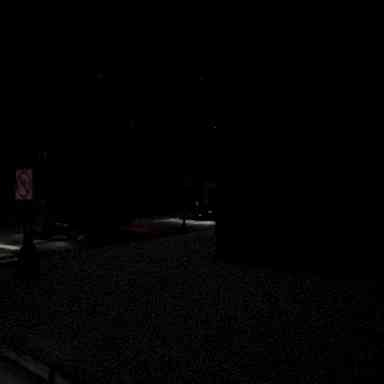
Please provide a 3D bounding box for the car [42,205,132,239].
[{"bbox_3d":[-5.468,1.506,17.905,1.882,1.535,5.008,0,0,35],"label":"car"}]

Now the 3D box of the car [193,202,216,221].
[{"bbox_3d":[1.990,1.579,28.355,1.812,1.442,4.674,0,0,35],"label":"car"}]
